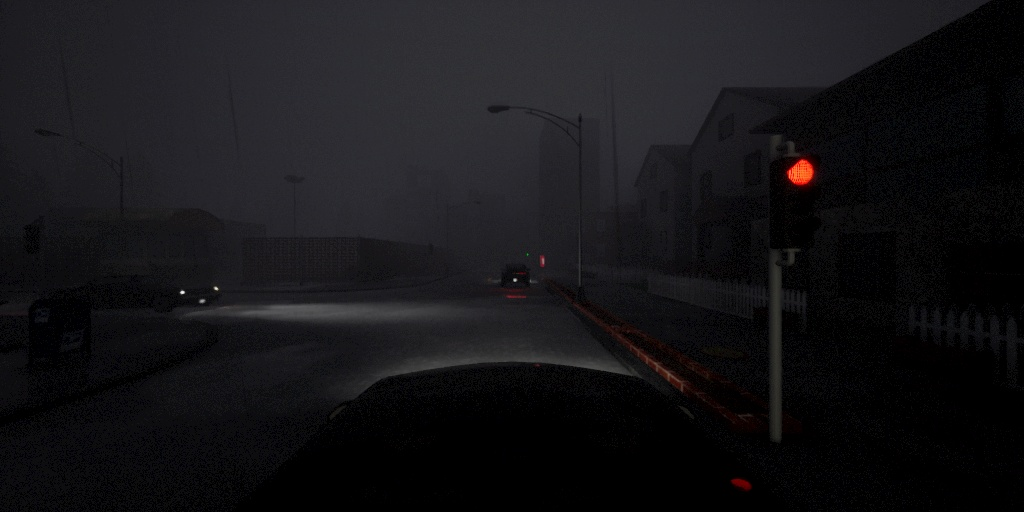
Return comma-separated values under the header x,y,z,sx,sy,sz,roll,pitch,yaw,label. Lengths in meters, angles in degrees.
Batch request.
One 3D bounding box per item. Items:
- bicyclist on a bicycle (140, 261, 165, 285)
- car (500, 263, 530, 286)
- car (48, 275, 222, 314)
x,y,z,sx,sy,sz,roll,pitch,yaw,label
-21.728,1.099,21.633,0.582,1.620,1.656,0,0,0,bicyclist on a bicycle
0.210,1.254,24.962,1.837,1.490,4.892,1,0,0,car
-13.641,1.350,13.229,4.718,1.301,1.895,0,0,0,car
